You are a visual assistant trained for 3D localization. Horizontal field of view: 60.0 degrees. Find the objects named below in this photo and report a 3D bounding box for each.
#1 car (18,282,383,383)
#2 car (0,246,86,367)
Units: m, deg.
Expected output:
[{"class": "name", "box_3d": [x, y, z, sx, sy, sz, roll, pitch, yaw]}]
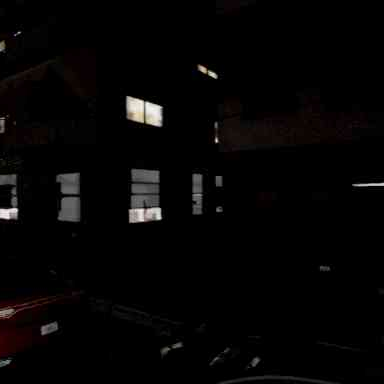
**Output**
[{"class": "car", "box_3d": [1.022, 1.554, 2.154, 4.403, 1.369, 2.008, 0, -1, 36]}, {"class": "car", "box_3d": [-3.585, 1.572, 5.447, 4.507, 1.381, 1.887, 0, -1, 36]}]
